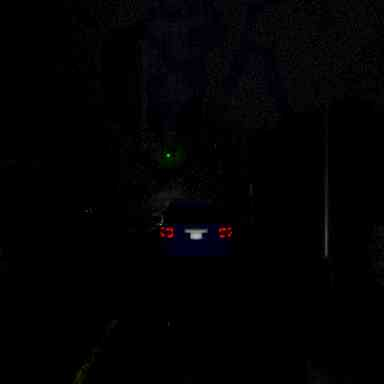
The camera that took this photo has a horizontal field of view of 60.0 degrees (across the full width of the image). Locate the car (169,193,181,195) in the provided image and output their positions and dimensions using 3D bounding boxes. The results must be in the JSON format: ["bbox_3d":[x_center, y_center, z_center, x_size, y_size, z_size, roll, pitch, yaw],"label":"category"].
[{"bbox_3d":[-2.782,1.215,39.463,2.128,1.511,4.902,0,1,-1],"label":"car"}]

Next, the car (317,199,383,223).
[{"bbox_3d":[12.766,1.444,26.729,5.009,1.841,2.192,1,0,0],"label":"car"}]

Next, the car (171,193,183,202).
[{"bbox_3d":[-2.676,0.919,59.177,1.895,1.301,4.718,0,1,1],"label":"car"}]

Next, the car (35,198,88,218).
[{"bbox_3d":[-10.971,1.279,27.006,4.892,1.490,1.837,1,-1,3],"label":"car"}]

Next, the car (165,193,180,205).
[{"bbox_3d":[-2.743,1.015,48.870,1.882,1.535,5.008,0,1,0],"label":"car"}]

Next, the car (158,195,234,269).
[{"bbox_3d":[0.114,1.247,11.425,2.150,2.045,5.566,0,0,0],"label":"car"}]
